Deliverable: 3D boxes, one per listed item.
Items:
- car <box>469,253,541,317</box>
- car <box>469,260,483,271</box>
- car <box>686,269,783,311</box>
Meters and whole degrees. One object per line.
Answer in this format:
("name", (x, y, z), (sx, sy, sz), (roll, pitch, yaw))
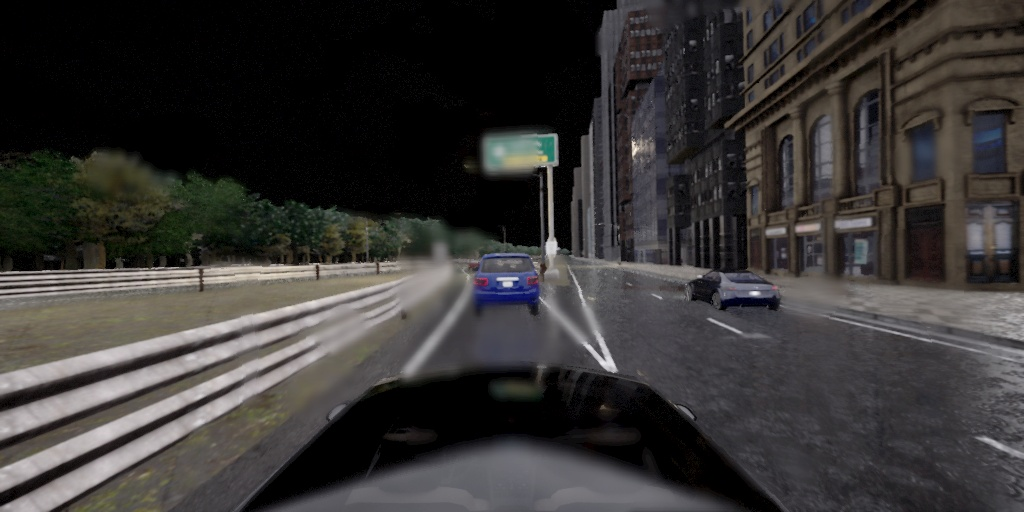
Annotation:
("car", (-0.267, 0.942, 13.392), (2.150, 2.045, 5.566), (-1, 0, -3))
("car", (-5.618, 1.364, 55.346), (1.882, 1.535, 5.008), (-1, 0, -7))
("car", (8.256, 1.196, 13.748), (1.994, 1.385, 4.181), (-1, 0, 8))
